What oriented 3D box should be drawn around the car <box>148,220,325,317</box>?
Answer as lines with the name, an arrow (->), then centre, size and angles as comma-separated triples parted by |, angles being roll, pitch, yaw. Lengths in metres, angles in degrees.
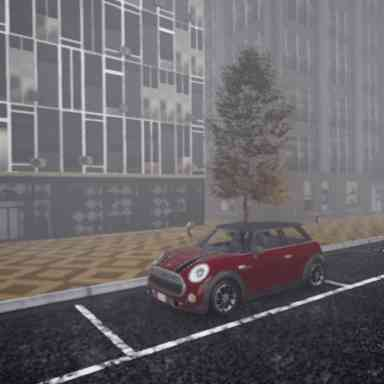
car -> 1.059, 1.411, 7.331 | 4.097, 1.590, 1.967 | 0, 0, -36
